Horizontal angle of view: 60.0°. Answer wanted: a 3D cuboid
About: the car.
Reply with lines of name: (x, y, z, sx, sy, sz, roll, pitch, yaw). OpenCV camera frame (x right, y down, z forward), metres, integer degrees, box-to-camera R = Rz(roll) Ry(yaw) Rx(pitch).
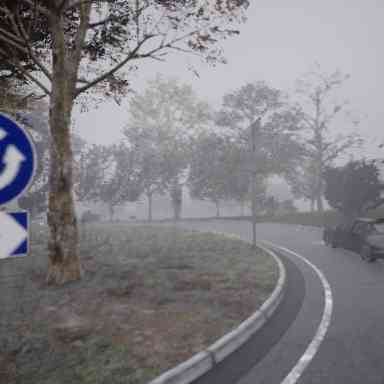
car: (6.681, 1.663, 12.388, 2.033, 1.411, 5.357, -1, 0, 0)
